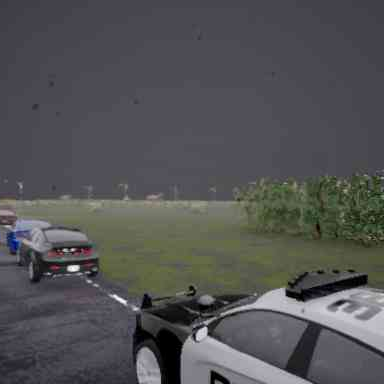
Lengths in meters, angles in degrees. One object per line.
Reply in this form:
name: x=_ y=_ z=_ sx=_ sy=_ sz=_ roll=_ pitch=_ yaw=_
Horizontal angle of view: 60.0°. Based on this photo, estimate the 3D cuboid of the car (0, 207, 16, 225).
car: x=-17.380 y=2.444 z=30.950 sx=1.882 sy=1.535 sz=5.008 roll=2 pitch=-3 yaw=-29

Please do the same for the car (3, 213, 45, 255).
car: x=-7.765 y=2.006 z=16.015 sx=1.882 sy=1.535 sz=5.008 roll=2 pitch=-3 yaw=-32

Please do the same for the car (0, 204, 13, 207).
car: x=-22.515 y=2.460 z=39.924 sx=2.150 sy=2.045 sz=5.566 roll=2 pitch=-3 yaw=-30

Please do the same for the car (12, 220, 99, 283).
car: x=-4.564 y=1.888 z=11.049 sx=1.837 sy=1.490 sz=4.892 roll=2 pitch=-3 yaw=-34

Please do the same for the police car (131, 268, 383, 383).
police car: x=1.151 y=1.584 z=3.170 sx=1.930 sy=1.638 sz=5.238 roll=3 pitch=-3 yaw=-38
